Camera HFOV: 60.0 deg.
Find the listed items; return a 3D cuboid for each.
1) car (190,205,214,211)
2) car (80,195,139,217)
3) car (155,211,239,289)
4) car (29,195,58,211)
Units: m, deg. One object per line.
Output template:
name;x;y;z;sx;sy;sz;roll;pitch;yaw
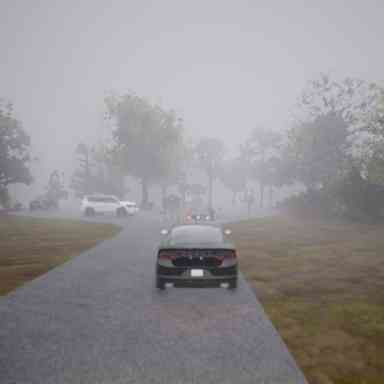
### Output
car;0.693;1.633;23.043;2.033;1.411;5.357;0;0;7
car;-7.984;1.343;32.121;5.566;2.045;2.150;0;0;12
car;0.117;1.512;9.302;1.882;1.535;5.008;0;0;0
car;-19.740;1.385;44.454;2.150;2.045;5.566;0;0;-5
